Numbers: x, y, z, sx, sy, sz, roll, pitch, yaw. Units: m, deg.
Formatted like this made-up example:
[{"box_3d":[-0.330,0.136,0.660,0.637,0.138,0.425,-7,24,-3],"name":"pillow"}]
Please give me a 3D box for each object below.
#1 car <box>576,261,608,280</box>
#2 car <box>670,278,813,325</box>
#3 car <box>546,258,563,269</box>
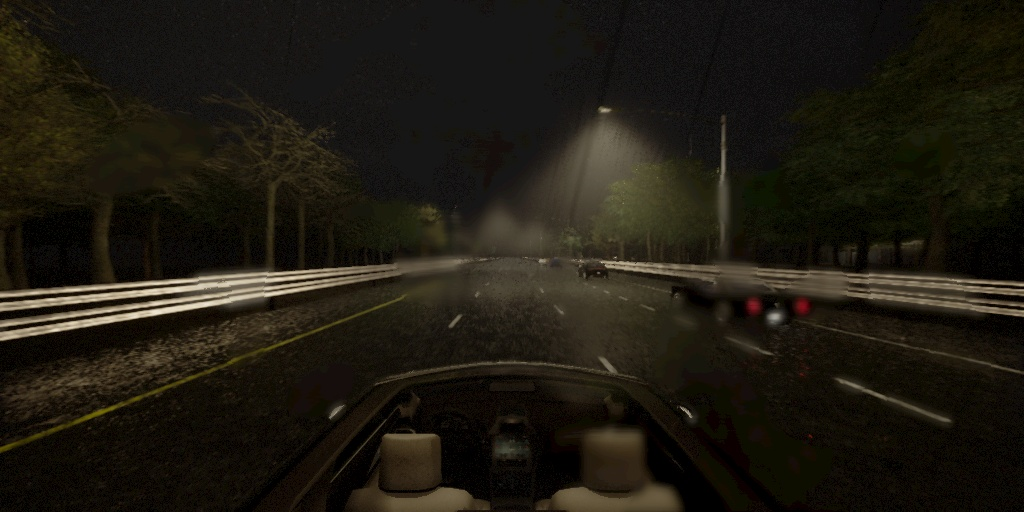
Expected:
[{"box_3d":[7.041,1.237,31.601,1.882,1.535,5.008,0,0,0],"name":"car"},{"box_3d":[7.007,1.355,11.737,1.895,1.301,4.718,0,0,0],"name":"car"},{"box_3d":[7.083,1.288,57.630,1.812,1.442,4.674,0,0,0],"name":"car"}]
